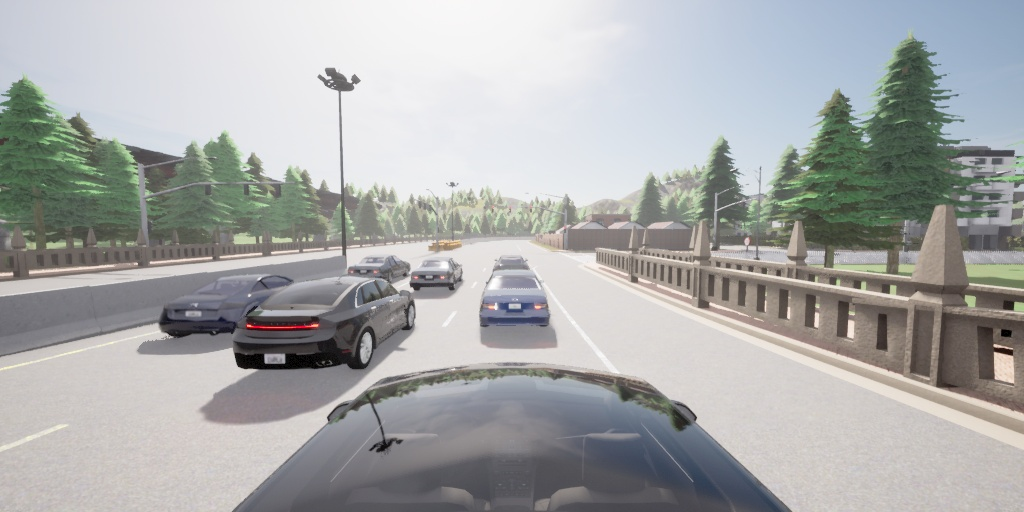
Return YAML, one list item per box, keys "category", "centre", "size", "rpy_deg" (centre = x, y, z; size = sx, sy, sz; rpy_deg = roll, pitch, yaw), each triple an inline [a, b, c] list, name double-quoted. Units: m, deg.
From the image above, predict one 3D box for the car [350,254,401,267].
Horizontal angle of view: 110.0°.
- category: "car"
  centre: [-7.034, 0.622, 19.438]
  size: [2.033, 1.411, 5.357]
  rpy_deg: [0, 4, -1]

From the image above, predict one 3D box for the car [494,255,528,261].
- category: "car"
  centre: [-0.038, 0.617, 19.867]
  size: [1.994, 1.385, 4.181]
  rpy_deg: [0, 3, 0]

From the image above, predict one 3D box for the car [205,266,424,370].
- category: "car"
  centre: [-3.438, 1.169, 7.580]
  size: [1.837, 1.490, 4.892]
  rpy_deg: [0, 1, -1]

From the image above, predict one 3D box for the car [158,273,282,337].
- category: "car"
  centre: [-6.956, 1.159, 9.813]
  size: [1.994, 1.385, 4.181]
  rpy_deg: [0, 2, -1]

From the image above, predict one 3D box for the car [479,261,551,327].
- category: "car"
  centre: [0.042, 1.103, 10.789]
  size: [2.033, 1.411, 5.357]
  rpy_deg: [0, 2, 0]

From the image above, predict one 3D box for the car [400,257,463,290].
- category: "car"
  centre: [-3.502, 0.755, 17.279]
  size: [2.033, 1.411, 5.357]
  rpy_deg: [0, 4, -2]
